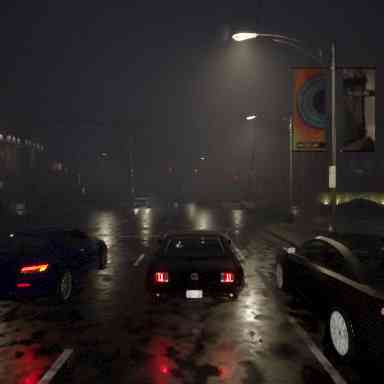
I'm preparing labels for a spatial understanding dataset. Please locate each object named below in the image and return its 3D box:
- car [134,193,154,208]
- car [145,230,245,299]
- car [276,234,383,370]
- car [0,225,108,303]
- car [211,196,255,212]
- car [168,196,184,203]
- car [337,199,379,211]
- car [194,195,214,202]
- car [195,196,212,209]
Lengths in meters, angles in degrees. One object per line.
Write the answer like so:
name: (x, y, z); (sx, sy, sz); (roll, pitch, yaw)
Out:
car: (-6.930, 1.223, 48.356); (2.150, 2.045, 5.566); (0, 0, 2)
car: (0.069, 1.601, 8.375); (1.895, 1.301, 4.718); (0, 0, 1)
car: (2.904, 1.480, 5.910); (2.097, 1.535, 5.008); (0, 0, 0)
car: (-3.434, 1.526, 8.052); (1.812, 1.442, 4.674); (0, 0, 0)
car: (5.043, 1.526, 38.816); (4.674, 1.442, 1.812); (0, 0, 27)
car: (-3.177, 1.525, 68.008); (1.812, 1.442, 4.674); (0, 0, 22)
car: (19.959, 1.526, 40.088); (4.674, 1.442, 1.812); (0, 0, -1)
car: (2.881, 1.540, 78.041); (2.033, 1.411, 5.357); (0, 0, 36)
car: (2.517, 1.601, 46.524); (1.895, 1.301, 4.718); (0, 0, -30)
